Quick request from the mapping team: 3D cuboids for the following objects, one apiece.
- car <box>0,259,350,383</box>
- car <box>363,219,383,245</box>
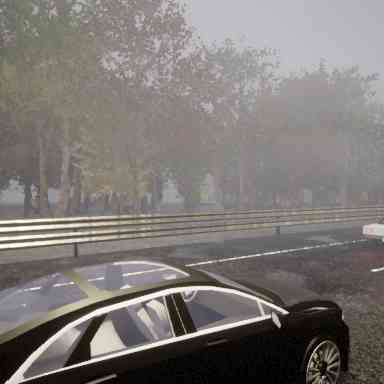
[{"bbox_3d":[-0.322,1.490,3.422,4.902,1.511,2.128,0,0,-35],"label":"car"},{"bbox_3d":[9.404,1.581,14.024,4.718,1.301,1.895,0,0,-32],"label":"car"}]
